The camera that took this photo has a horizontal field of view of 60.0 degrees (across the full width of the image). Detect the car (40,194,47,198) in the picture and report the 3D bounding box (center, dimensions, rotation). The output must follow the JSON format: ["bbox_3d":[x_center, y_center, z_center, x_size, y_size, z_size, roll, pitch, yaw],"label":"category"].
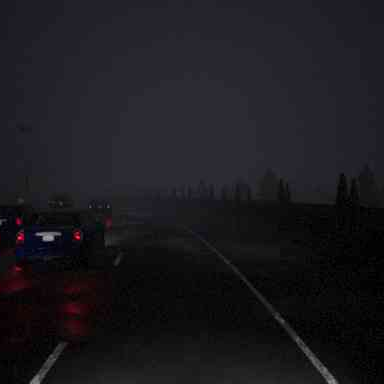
[{"bbox_3d":[-33.779,1.343,77.346,4.892,1.490,1.837,0,0,41],"label":"car"}]

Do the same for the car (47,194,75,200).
[{"bbox_3d":[-13.809,1.214,35.177,2.150,2.045,5.566,0,0,-21],"label":"car"}]

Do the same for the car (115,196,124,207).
[{"bbox_3d":[-11.970,1.424,50.812,1.801,1.575,5.366,0,0,-28],"label":"car"}]

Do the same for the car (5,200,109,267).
[{"bbox_3d":[-4.372,1.349,11.657,2.097,1.767,4.553,0,0,-7],"label":"car"}]

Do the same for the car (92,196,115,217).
[{"bbox_3d":[-8.678,1.337,31.008,2.097,1.767,4.553,0,0,-18],"label":"car"}]

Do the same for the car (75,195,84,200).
[{"bbox_3d":[-22.922,1.351,65.493,1.812,1.442,4.674,0,0,-40],"label":"car"}]

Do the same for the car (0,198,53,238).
[{"bbox_3d":[-8.596,1.354,16.237,2.097,1.767,4.553,0,0,-10],"label":"car"}]
